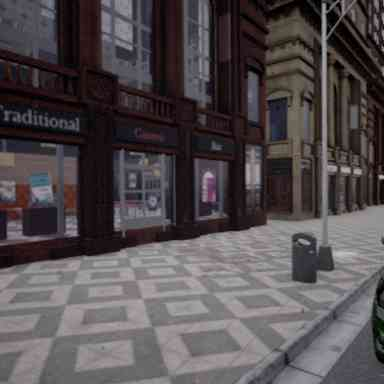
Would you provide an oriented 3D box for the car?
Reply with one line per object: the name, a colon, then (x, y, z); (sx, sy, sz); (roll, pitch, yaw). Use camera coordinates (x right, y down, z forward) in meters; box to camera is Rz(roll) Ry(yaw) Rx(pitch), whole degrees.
car: (4.451, 1.218, 5.125); (2.150, 2.045, 5.566); (0, 0, 39)
